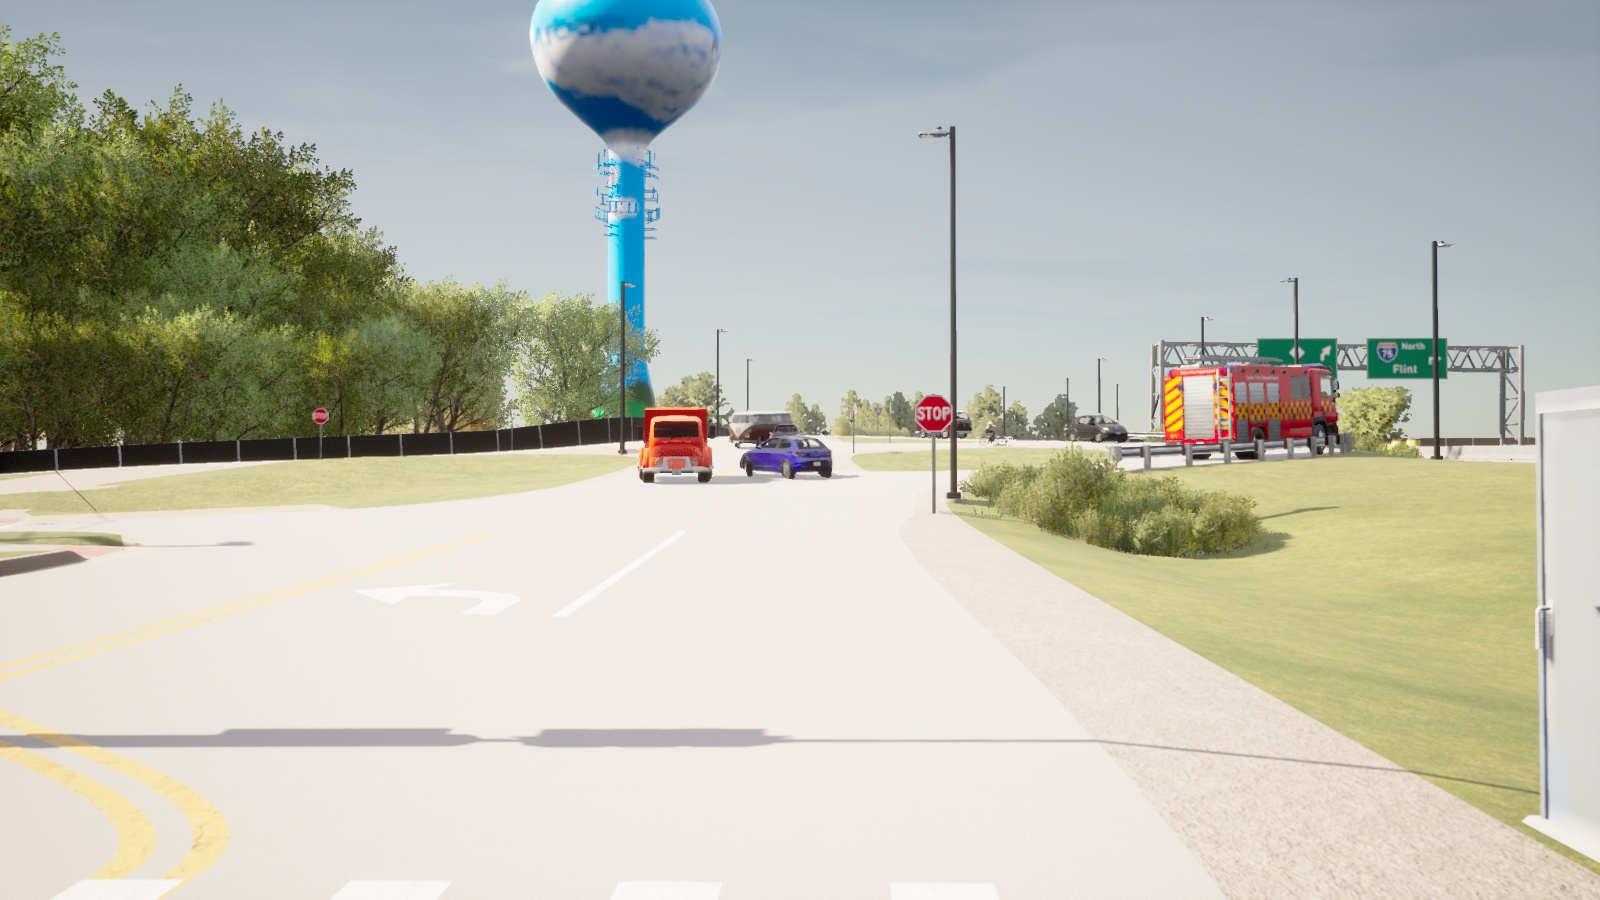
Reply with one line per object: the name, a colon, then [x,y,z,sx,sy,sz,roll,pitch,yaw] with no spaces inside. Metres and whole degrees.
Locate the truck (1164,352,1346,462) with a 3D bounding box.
truck: [17.517,-1.622,47.957,8.468,3.827,2.891,-2,1,-43]

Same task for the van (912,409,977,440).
van: [10.029,-1.781,87.225,2.069,2.038,4.480,0,1,-33]

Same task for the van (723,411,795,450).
van: [-2.177,-1.119,68.389,1.775,1.987,4.442,1,3,31]

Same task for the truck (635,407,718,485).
truck: [-4.178,-0.206,42.287,2.627,2.467,5.204,0,2,-6]

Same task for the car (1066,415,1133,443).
car: [17.515,-1.252,73.543,1.851,1.617,3.988,0,1,-21]

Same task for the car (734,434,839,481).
car: [-0.526,0.220,44.649,1.816,1.474,4.193,-1,2,-31]

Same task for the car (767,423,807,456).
car: [-0.615,-0.538,62.063,1.845,1.501,3.633,0,3,2]
